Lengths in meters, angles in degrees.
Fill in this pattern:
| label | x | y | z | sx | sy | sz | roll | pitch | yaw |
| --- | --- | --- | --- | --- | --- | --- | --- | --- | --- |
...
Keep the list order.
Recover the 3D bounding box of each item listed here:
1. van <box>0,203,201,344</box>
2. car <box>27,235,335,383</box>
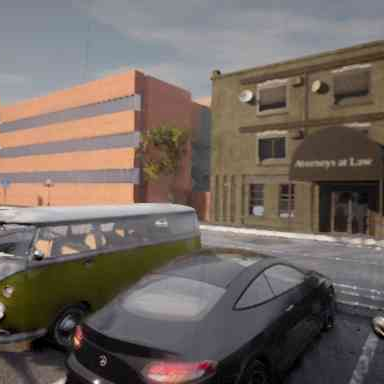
| label | x | y | z | sx | sy | sz | roll | pitch | yaw |
| --- | --- | --- | --- | --- | --- | --- | --- | --- | --- |
| van | -1.689 | 1.230 | 6.052 | 1.878 | 1.987 | 4.442 | 1 | 0 | 35 |
| car | 0.579 | 1.511 | 4.576 | 2.002 | 1.452 | 4.674 | 0 | 0 | 35 |
